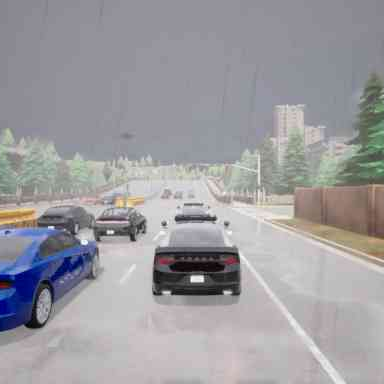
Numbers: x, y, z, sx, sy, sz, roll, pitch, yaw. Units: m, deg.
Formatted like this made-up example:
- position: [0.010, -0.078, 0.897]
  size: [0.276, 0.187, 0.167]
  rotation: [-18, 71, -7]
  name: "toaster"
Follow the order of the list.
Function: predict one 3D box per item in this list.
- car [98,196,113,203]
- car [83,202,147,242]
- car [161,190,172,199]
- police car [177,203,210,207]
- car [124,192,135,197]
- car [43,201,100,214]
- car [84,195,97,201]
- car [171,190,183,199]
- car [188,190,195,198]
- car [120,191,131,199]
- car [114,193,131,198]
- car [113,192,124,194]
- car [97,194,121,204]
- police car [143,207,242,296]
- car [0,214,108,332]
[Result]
- position: [-17.524, 1.553, 67.510]
  size: [1.994, 1.385, 4.181]
  rotation: [0, 0, 0]
  name: "car"
- position: [-3.415, 1.492, 16.480]
  size: [2.128, 1.511, 4.902]
  rotation: [0, 0, 1]
  name: "car"
- position: [-7.138, 1.071, 88.486]
  size: [1.994, 1.385, 4.181]
  rotation: [0, 4, 0]
  name: "car"
- position: [0.092, 1.425, 18.723]
  size: [1.930, 1.638, 5.238]
  rotation: [0, 0, 0]
  name: "police car"
- position: [-14.063, 1.449, 75.689]
  size: [1.882, 1.535, 5.008]
  rotation: [0, 0, 0]
  name: "car"
- position: [-6.906, 1.505, 18.682]
  size: [1.837, 1.490, 4.892]
  rotation: [0, 0, 0]
  name: "car"
- position: [-17.589, 1.352, 58.974]
  size: [2.097, 1.767, 4.553]
  rotation: [0, 0, 0]
  name: "car"
- position: [-3.635, 0.903, 88.063]
  size: [2.097, 1.767, 4.553]
  rotation: [0, 3, 0]
  name: "car"
- position: [-0.154, 0.931, 91.272]
  size: [1.895, 1.301, 4.718]
  rotation: [0, 4, 0]
  name: "car"
- position: [-17.639, 0.843, 88.617]
  size: [2.097, 1.767, 4.553]
  rotation: [0, 3, 0]
  name: "car"
- position: [-14.042, 1.478, 66.248]
  size: [1.882, 1.535, 5.008]
  rotation: [0, 0, 1]
  name: "car"
- position: [-17.576, 1.172, 77.904]
  size: [2.150, 2.045, 5.566]
  rotation: [0, 1, 0]
  name: "car"
- position: [-14.077, 1.491, 56.788]
  size: [2.128, 1.511, 4.902]
  rotation: [0, 0, -1]
  name: "car"
- position: [0.097, 1.425, 8.820]
  size: [1.930, 1.638, 5.238]
  rotation: [0, 0, 0]
  name: "police car"
- position: [-3.403, 1.478, 6.974]
  size: [1.882, 1.535, 5.008]
  rotation: [0, 0, 0]
  name: "car"
